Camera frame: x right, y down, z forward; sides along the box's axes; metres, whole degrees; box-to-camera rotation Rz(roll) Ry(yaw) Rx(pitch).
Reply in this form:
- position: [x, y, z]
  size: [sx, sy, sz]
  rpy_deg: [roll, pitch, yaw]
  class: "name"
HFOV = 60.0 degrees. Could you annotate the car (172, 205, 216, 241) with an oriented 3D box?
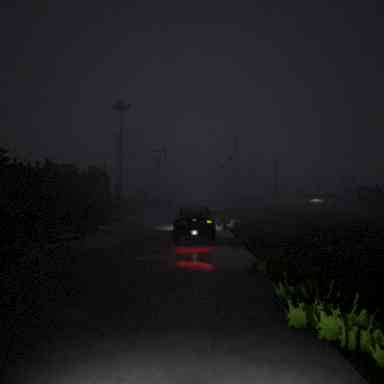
- position: [0.103, 1.395, 16.026]
  size: [1.837, 1.490, 4.892]
  rpy_deg: [0, 0, 0]
  class: "car"
